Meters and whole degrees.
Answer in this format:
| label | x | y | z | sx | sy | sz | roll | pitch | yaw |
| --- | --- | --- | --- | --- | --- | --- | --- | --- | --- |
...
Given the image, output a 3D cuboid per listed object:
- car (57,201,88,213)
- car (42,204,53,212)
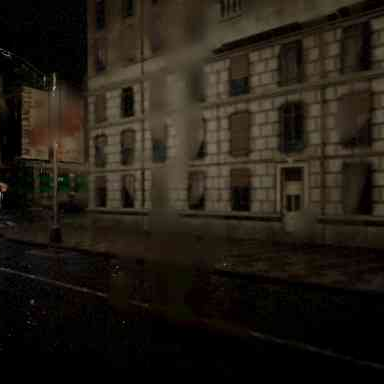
| label | x | y | z | sx | sy | sz | roll | pitch | yaw |
| --- | --- | --- | --- | --- | --- | --- | --- | --- | --- |
| car | -14.086 | 1.854 | 42.257 | 2.033 | 1.411 | 5.357 | -1 | 0 | 36 |
| car | -16.975 | 1.883 | 44.233 | 2.033 | 1.411 | 5.357 | -1 | 0 | 36 |
